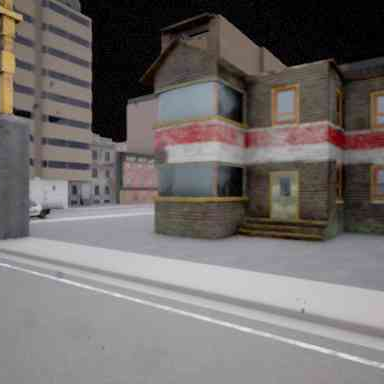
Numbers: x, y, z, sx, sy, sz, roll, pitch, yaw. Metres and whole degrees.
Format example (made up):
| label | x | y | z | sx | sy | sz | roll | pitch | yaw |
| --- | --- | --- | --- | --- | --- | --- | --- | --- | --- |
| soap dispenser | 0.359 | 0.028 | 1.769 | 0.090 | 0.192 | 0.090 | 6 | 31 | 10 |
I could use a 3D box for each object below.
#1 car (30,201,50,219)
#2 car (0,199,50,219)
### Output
| label | x | y | z | sx | sy | sz | roll | pitch | yaw |
| --- | --- | --- | --- | --- | --- | --- | --- | --- | --- |
| car | -13.170 | 1.366 | 25.248 | 2.038 | 1.542 | 4.974 | 0 | 0 | 15 |
| car | -13.156 | 1.208 | 25.298 | 1.853 | 1.218 | 4.536 | 0 | 0 | 15 |
